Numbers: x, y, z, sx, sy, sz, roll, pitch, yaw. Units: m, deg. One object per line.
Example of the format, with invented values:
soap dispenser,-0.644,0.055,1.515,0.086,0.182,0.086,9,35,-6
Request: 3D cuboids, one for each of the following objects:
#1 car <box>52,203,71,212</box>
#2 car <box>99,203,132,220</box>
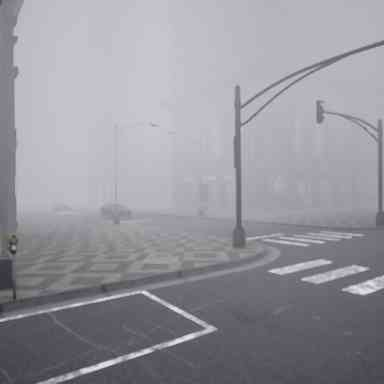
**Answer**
car,-19.515,2.294,49.641,1.994,1.385,4.181,-1,0,-35
car,-7.556,1.843,32.567,1.882,1.535,5.008,-1,0,-35
